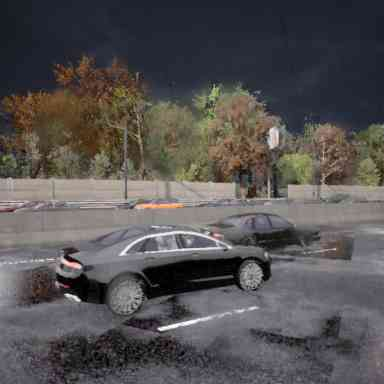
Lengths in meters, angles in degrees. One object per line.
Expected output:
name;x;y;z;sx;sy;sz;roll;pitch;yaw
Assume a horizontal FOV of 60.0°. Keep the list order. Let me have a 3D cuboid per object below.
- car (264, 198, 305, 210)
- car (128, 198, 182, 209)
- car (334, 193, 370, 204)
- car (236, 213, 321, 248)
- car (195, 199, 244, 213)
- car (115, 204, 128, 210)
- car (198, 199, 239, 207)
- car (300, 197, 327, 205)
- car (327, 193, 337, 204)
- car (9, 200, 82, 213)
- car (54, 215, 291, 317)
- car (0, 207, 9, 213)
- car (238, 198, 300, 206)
car;12.106;1.550;43.341;5.357;1.411;2.033;0;0;-30
car;-3.112;1.352;30.391;4.553;1.767;2.097;0;0;-30
car;22.007;1.358;45.076;4.553;1.767;2.097;0;0;-30
car;2.703;1.546;13.290;5.357;1.411;2.033;0;0;-30
car;3.222;1.548;38.156;5.357;1.411;2.033;0;0;-30
car;-5.216;1.505;33.212;4.892;1.490;1.837;0;0;-30
car;2.868;1.600;29.837;4.718;1.301;1.895;0;0;-30
car;13.487;1.493;40.096;4.902;1.511;2.128;0;0;-30
car;21.033;1.229;48.557;5.566;2.045;2.150;0;0;-30
car;-11.098;1.492;25.722;4.902;1.511;2.128;0;0;-30
car;-0.415;1.491;7.410;4.902;1.511;2.128;0;0;-30
car;-13.590;1.478;28.322;5.008;1.535;1.882;0;0;-30
car;6.495;1.525;27.904;4.674;1.442;1.812;0;0;-30
